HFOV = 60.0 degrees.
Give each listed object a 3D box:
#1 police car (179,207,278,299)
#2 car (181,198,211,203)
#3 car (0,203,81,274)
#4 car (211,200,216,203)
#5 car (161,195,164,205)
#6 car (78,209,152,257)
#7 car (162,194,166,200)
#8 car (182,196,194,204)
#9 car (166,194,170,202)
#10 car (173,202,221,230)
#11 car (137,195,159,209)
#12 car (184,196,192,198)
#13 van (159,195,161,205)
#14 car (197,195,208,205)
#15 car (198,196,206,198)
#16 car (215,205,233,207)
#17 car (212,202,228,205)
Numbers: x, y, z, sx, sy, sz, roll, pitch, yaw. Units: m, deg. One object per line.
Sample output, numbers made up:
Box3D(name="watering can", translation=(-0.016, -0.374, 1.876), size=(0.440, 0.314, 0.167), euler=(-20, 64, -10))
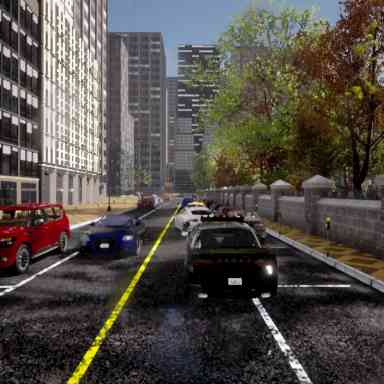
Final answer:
Box3D(name="police car", translation=(0.756, 1.424, 8.636), size=(1.930, 1.638, 5.238), euler=(0, 0, -1))
Box3D(name="car", translation=(0.310, 1.452, 24.749), size=(1.801, 1.575, 5.366), euler=(0, 0, 4))
Box3D(name="car", translation=(-5.553, 1.314, 10.677), size=(2.192, 1.841, 5.009), euler=(0, 0, -1))
Box3D(name="car", translation=(2.270, 1.561, 27.274), size=(1.947, 1.339, 4.313), euler=(0, 0, -1))
Box3D(name="car", translation=(-6.095, 1.564, 55.005), size=(1.802, 1.307, 4.206), euler=(0, 0, -1))
Box3D(name="car", translation=(-2.871, 1.562, 12.859), size=(1.994, 1.385, 4.181), euler=(0, 0, -1))
Box3D(name="car", translation=(-6.161, 1.504, 60.375), size=(1.752, 1.417, 4.829), euler=(0, 0, -1))
Box3D(name="car", translation=(-0.742, 1.468, 63.919), size=(2.128, 1.511, 4.902), euler=(0, 0, -1))
Box3D(name="car", translation=(-6.222, 1.282, 77.168), size=(2.192, 1.841, 5.009), euler=(0, 0, -1))
Box3D(name="car", translation=(0.169, 1.523, 18.317), size=(1.812, 1.442, 4.674), euler=(0, 0, -13))
Box3D(name="car", translation=(-5.960, 1.304, 43.923), size=(2.192, 1.841, 5.009), euler=(0, 0, -1))
Box3D(name="car", translation=(-0.488, 1.465, 45.846), size=(1.882, 1.535, 5.008), euler=(0, 0, 0))
Box3D(name="van", translation=(-6.027, 1.327, 49.464), size=(1.690, 1.788, 3.998), euler=(0, 0, -1))
Box3D(name="car", translation=(1.862, 1.418, 60.570), size=(1.967, 1.590, 4.097), euler=(0, 0, -1))
Box3D(name="car", translation=(1.998, 1.568, 49.471), size=(1.802, 1.307, 4.206), euler=(0, 0, -1))
Box3D(name="car", translation=(2.407, 1.548, 16.175), size=(2.008, 1.369, 4.403), euler=(0, 0, -1))
Box3D(name="car", translation=(2.339, 1.578, 21.724), size=(1.802, 1.307, 4.206), euler=(0, 0, -1))
